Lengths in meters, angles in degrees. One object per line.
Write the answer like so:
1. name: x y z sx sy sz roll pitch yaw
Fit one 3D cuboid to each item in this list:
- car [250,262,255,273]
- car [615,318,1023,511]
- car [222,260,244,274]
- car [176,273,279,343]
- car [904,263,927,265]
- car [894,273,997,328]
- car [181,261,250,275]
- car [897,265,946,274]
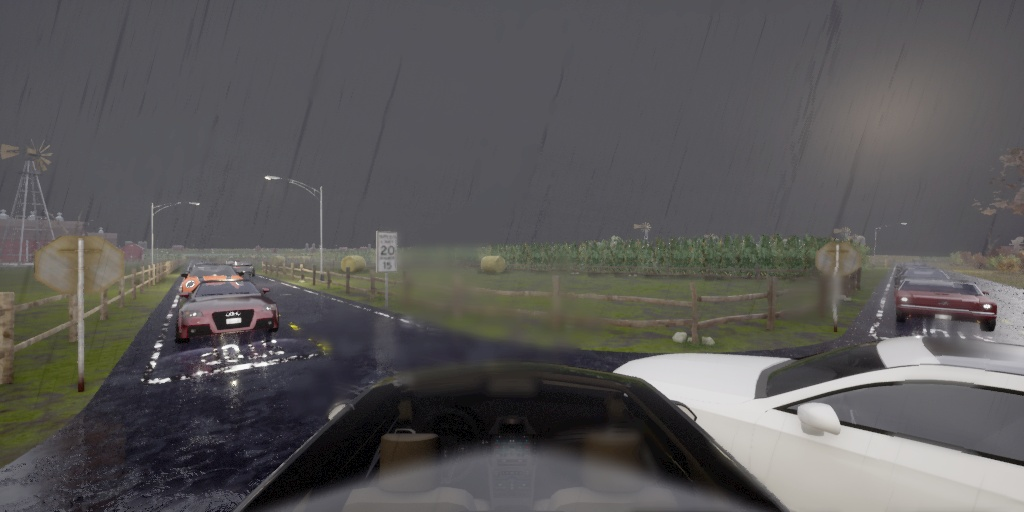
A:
1. car: -26.918 1.273 35.700 2.128 1.511 4.902 0 0 -41
2. car: 2.842 1.294 2.347 1.812 1.442 4.674 0 1 -44
3. car: -33.625 1.292 43.170 1.837 1.490 4.892 0 0 -41
4. car: -7.923 1.353 9.953 1.994 1.385 4.181 0 0 -42
5. car: 27.393 1.392 24.182 4.181 1.385 1.994 0 1 -43
6. car: 13.538 1.394 11.389 4.718 1.301 1.895 0 1 -43
7. car: -13.688 1.136 16.447 2.097 1.767 4.553 0 0 -42
8. car: 20.627 1.357 17.940 5.357 1.411 2.033 0 1 -43
